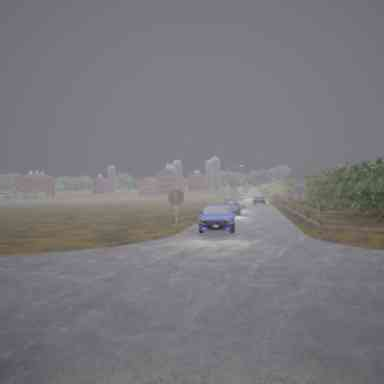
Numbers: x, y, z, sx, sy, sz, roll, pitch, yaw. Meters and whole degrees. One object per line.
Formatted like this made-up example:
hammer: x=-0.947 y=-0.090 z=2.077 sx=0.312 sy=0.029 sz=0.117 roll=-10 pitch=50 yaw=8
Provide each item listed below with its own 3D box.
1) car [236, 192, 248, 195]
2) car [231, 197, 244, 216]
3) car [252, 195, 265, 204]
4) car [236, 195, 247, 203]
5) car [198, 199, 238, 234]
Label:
car: x=8.575 y=0.798 z=57.205 sx=1.812 sy=1.442 sz=4.674 roll=-1 pitch=0 yaw=11
car: x=3.452 y=1.418 z=30.456 sx=1.994 sy=1.385 sz=4.181 roll=-1 pitch=0 yaw=11
car: x=10.601 y=1.138 z=52.528 sx=2.128 sy=1.511 sz=4.902 roll=-1 pitch=0 yaw=11
car: x=5.696 y=1.373 z=42.360 sx=1.895 sy=1.301 sz=4.718 roll=-1 pitch=0 yaw=11
car: x=1.455 y=1.402 z=18.877 sx=1.882 sy=1.535 sz=5.008 roll=-1 pitch=0 yaw=7
